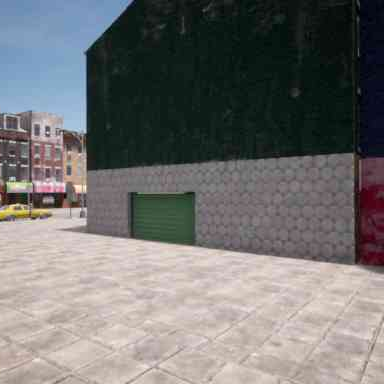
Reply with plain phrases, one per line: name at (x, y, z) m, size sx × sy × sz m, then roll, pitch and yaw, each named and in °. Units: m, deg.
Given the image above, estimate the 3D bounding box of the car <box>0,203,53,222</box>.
car at (-13.532, 1.581, 26.402) m, size 1.752 × 1.417 × 4.829 m, roll -1°, pitch -1°, yaw 36°
